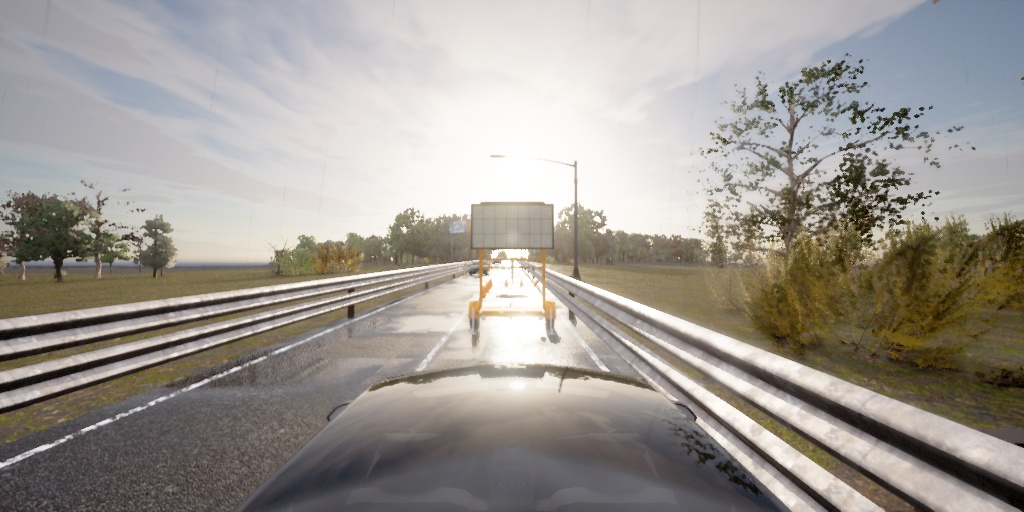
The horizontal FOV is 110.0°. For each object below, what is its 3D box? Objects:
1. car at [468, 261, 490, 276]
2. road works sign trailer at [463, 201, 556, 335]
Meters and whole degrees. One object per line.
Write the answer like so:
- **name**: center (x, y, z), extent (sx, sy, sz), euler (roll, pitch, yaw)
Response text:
- **car**: center (-3.335, 1.250, 36.904), extent (1.837, 1.490, 4.892), euler (0, 0, 0)
- **road works sign trailer**: center (0.014, 0.213, 10.505), extent (2.380, 3.560, 2.880), euler (0, 0, 0)
